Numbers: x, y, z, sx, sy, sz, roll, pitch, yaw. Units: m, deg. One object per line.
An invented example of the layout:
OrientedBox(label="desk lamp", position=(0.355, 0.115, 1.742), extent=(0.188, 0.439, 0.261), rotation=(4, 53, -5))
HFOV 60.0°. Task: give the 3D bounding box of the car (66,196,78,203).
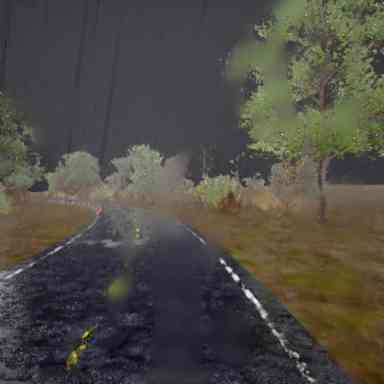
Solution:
OrientedBox(label="car", position=(-27.319, 1.661, 75.890), extent=(1.837, 1.490, 4.892), rotation=(0, 0, -32))
